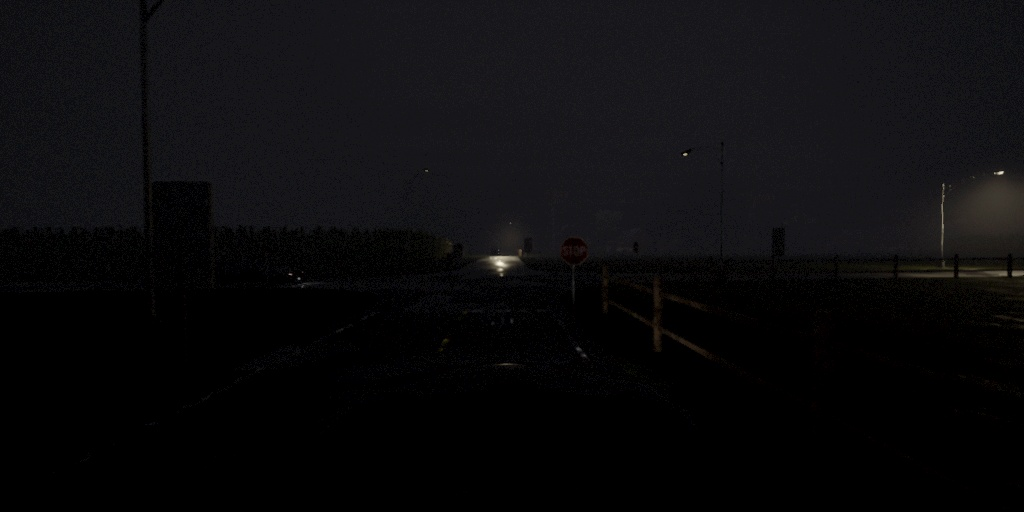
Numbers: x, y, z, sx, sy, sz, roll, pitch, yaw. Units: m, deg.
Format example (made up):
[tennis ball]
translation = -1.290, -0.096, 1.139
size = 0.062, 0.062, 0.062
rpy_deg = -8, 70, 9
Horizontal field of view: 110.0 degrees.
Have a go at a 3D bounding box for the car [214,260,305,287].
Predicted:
[car]
translation = -14.653, 0.908, 19.954
size = 5.357, 1.411, 2.033
rpy_deg = -1, 1, -5
